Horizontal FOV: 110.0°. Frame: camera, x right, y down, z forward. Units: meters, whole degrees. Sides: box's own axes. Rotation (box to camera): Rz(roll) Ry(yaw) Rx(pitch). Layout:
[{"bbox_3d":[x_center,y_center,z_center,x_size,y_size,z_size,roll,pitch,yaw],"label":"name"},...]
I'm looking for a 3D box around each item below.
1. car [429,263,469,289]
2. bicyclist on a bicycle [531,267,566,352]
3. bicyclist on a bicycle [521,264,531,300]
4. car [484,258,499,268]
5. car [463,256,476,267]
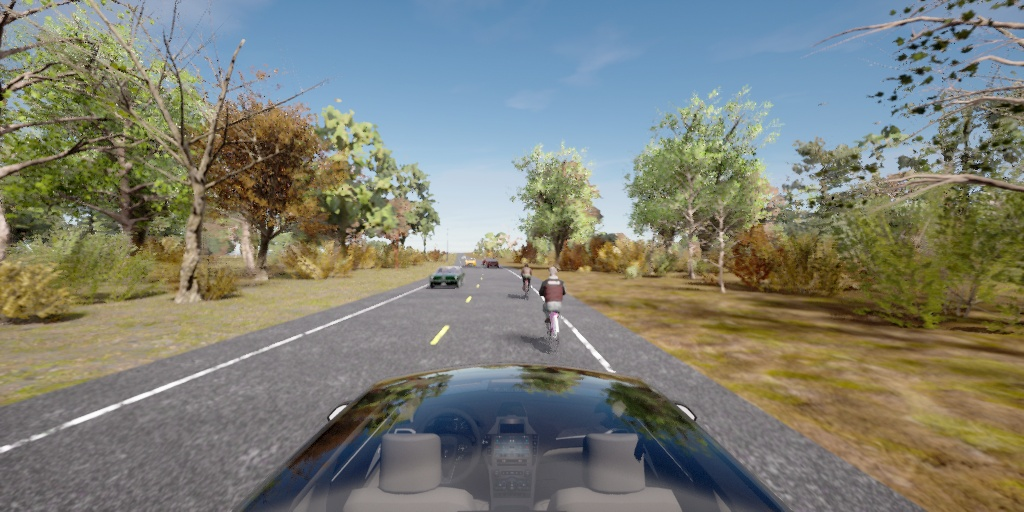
[{"bbox_3d":[-4.116,1.349,23.337,1.895,1.301,4.718,0,0,-3],"label":"car"},{"bbox_3d":[0.891,1.121,8.036,0.659,1.776,1.843,0,0,-1],"label":"bicyclist on a bicycle"},{"bbox_3d":[0.692,1.201,16.872,0.582,1.620,1.656,0,0,-2],"label":"bicyclist on a bicycle"},{"bbox_3d":[-3.313,1.164,60.265,1.882,1.535,5.008,0,0,-6],"label":"car"},{"bbox_3d":[-7.447,1.155,64.426,1.882,1.535,5.008,0,0,-6],"label":"car"}]
